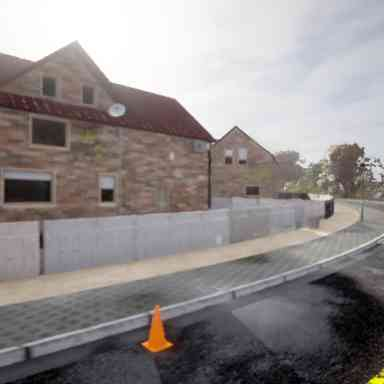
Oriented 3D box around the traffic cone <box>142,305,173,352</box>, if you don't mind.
[{"bbox_3d":[-0.513,1.976,4.928,0.340,0.580,0.340,0,0,-39],"label":"traffic cone"}]
